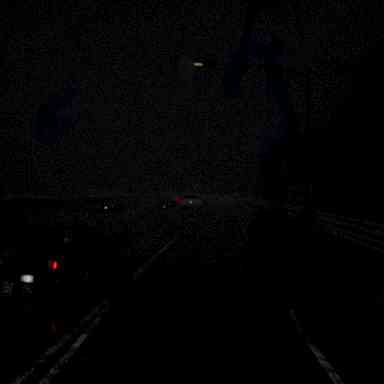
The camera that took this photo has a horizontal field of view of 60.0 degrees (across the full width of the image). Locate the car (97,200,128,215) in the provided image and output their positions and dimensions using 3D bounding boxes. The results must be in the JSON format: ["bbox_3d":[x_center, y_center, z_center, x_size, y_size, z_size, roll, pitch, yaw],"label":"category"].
[{"bbox_3d":[-7.843,1.445,33.028,1.994,1.385,4.181,1,0,6],"label":"car"}]

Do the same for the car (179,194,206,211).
[{"bbox_3d":[0.123,1.237,42.057,2.150,2.045,5.566,1,0,6],"label":"car"}]

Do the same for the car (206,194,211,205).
[{"bbox_3d":[1.871,1.549,59.176,1.882,1.535,5.008,1,0,6],"label":"car"}]

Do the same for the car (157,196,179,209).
[{"bbox_3d":[-3.216,1.563,43.882,1.895,1.301,4.718,1,0,6],"label":"car"}]

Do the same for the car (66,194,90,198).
[{"bbox_3d":[-16.631,1.254,50.324,1.837,1.490,4.892,1,0,6],"label":"car"}]

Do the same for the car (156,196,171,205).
[{"bbox_3d":[-5.095,1.463,59.878,1.837,1.490,4.892,1,0,6],"label":"car"}]

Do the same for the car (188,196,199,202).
[{"bbox_3d":[0.414,1.649,79.334,2.128,1.511,4.902,1,0,6],"label":"car"}]

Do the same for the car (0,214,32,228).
[{"bbox_3d":[-6.574,1.441,11.048,2.033,1.411,5.357,1,0,6],"label":"car"}]

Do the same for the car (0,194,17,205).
[{"bbox_3d":[-27.466,1.092,47.717,1.812,1.442,4.674,1,0,6],"label":"car"}]

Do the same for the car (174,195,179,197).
[{"bbox_3d":[-1.614,1.578,59.514,1.994,1.385,4.181,1,0,6],"label":"car"}]

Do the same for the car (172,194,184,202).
[{"bbox_3d":[-3.273,1.409,77.654,2.097,1.767,4.553,1,0,6],"label":"car"}]

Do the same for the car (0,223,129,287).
[{"bbox_3d":[-3.246,1.548,9.229,1.895,1.301,4.718,1,0,6],"label":"car"}]

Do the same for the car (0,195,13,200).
[{"bbox_3d":[-18.792,1.178,29.859,1.882,1.535,5.008,1,0,6],"label":"car"}]

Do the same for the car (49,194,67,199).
[{"bbox_3d":[-20.099,1.042,50.747,2.097,1.767,4.553,1,0,6],"label":"car"}]

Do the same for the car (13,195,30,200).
[{"bbox_3d":[-24.198,1.096,45.429,1.882,1.535,5.008,1,0,6],"label":"car"}]
